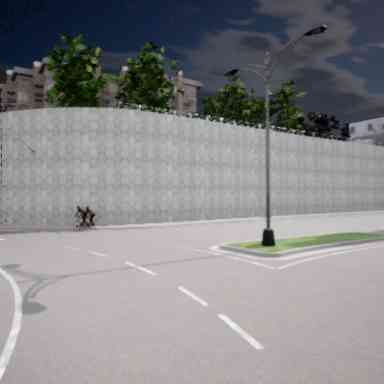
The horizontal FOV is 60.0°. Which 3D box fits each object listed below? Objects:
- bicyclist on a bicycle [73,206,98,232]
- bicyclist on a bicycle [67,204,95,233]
[{"bbox_3d":[-6.798,1.746,21.913,0.582,1.620,1.656,9,9,28],"label":"bicyclist on a bicycle"},{"bbox_3d":[-7.366,1.716,22.171,0.582,1.620,1.656,-1,8,27],"label":"bicyclist on a bicycle"}]
